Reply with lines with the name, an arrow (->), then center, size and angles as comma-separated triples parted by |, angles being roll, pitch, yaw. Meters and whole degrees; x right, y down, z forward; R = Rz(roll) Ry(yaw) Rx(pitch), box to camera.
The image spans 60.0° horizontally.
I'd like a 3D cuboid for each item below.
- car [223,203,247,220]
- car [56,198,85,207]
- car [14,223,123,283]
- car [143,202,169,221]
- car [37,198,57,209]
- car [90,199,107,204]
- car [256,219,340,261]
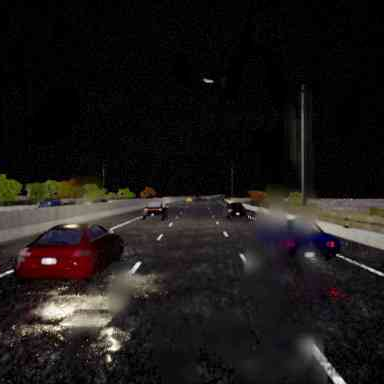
car -> 3.904, 1.688, 30.253 | 1.812, 1.442, 4.674 | 0, 0, 1
car -> -16.867, 1.815, 47.558 | 2.033, 1.411, 5.357 | 0, 0, 2
car -> -3.354, 1.610, 9.837 | 1.994, 1.385, 4.181 | 0, 0, 0
car -> -3.117, 1.644, 29.187 | 2.128, 1.511, 4.902 | 0, 0, 1
car -> -20.358, 1.618, 47.721 | 2.097, 1.767, 4.553 | 0, 0, 2
car -> -13.352, 1.779, 47.956 | 1.837, 1.490, 4.892 | 0, -1, 2
car -> 3.663, 1.662, 12.501 | 1.895, 1.301, 4.718 | 0, 0, 0
